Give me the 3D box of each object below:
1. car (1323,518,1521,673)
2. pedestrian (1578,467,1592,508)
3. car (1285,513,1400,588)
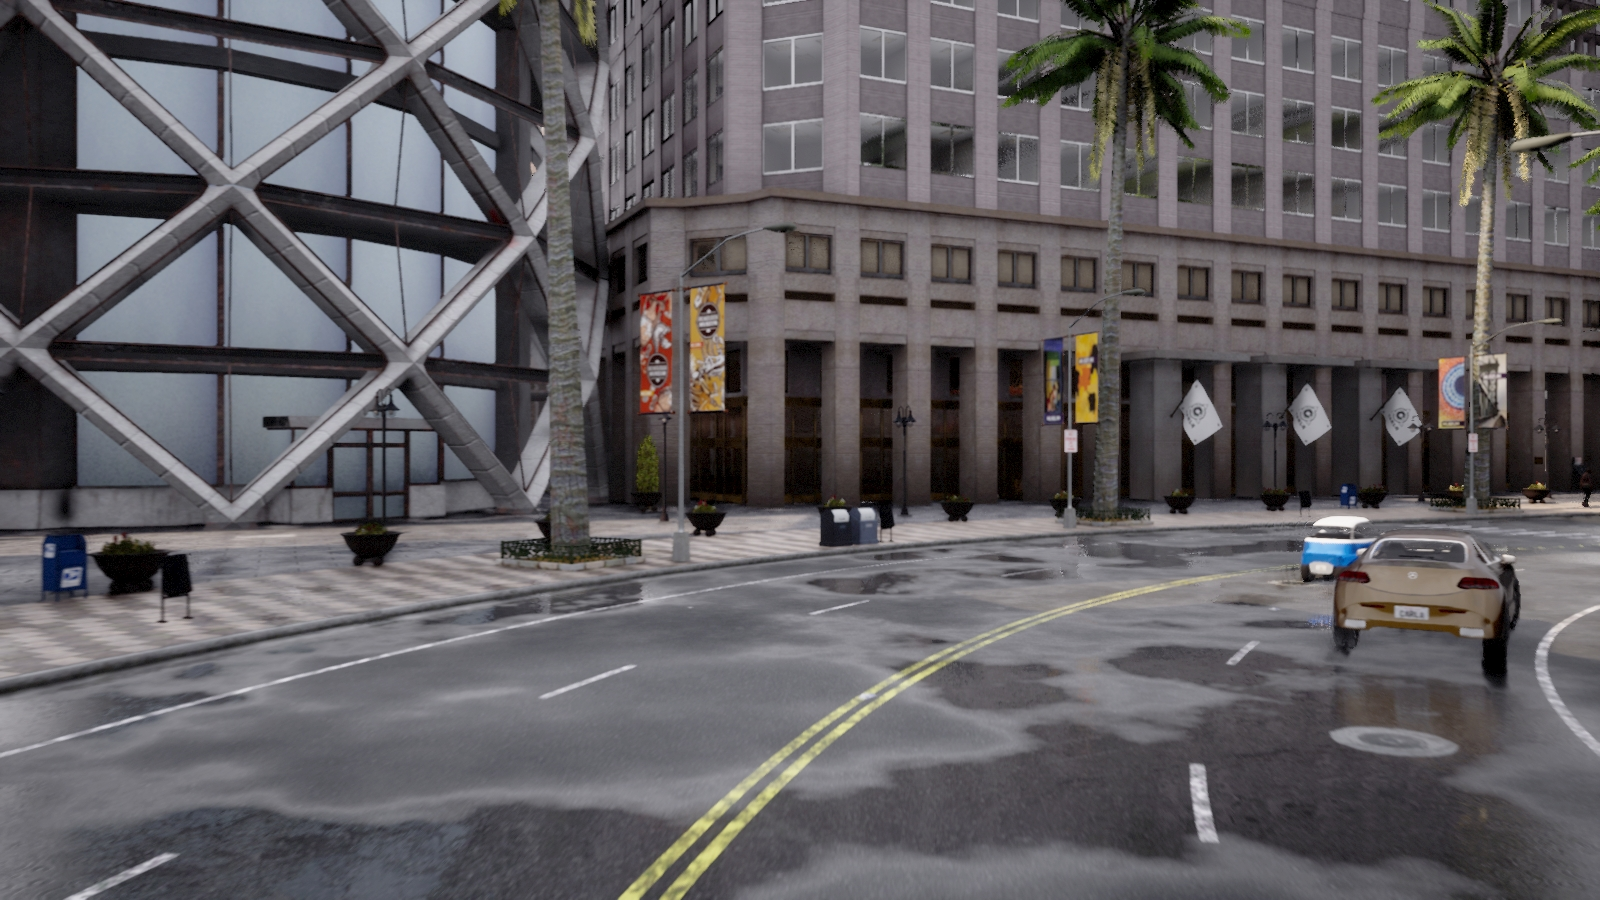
[{"bbox_3d":[9.438,1.994,17.102,2.152,1.651,5.027,0,0,34],"label":"car"},{"bbox_3d":[36.008,1.706,52.388,0.375,1.860,0.375,0,0,-8],"label":"pedestrian"},{"bbox_3d":[11.650,2.123,24.503,2.207,1.376,1.481,0,0,-42],"label":"car"}]
